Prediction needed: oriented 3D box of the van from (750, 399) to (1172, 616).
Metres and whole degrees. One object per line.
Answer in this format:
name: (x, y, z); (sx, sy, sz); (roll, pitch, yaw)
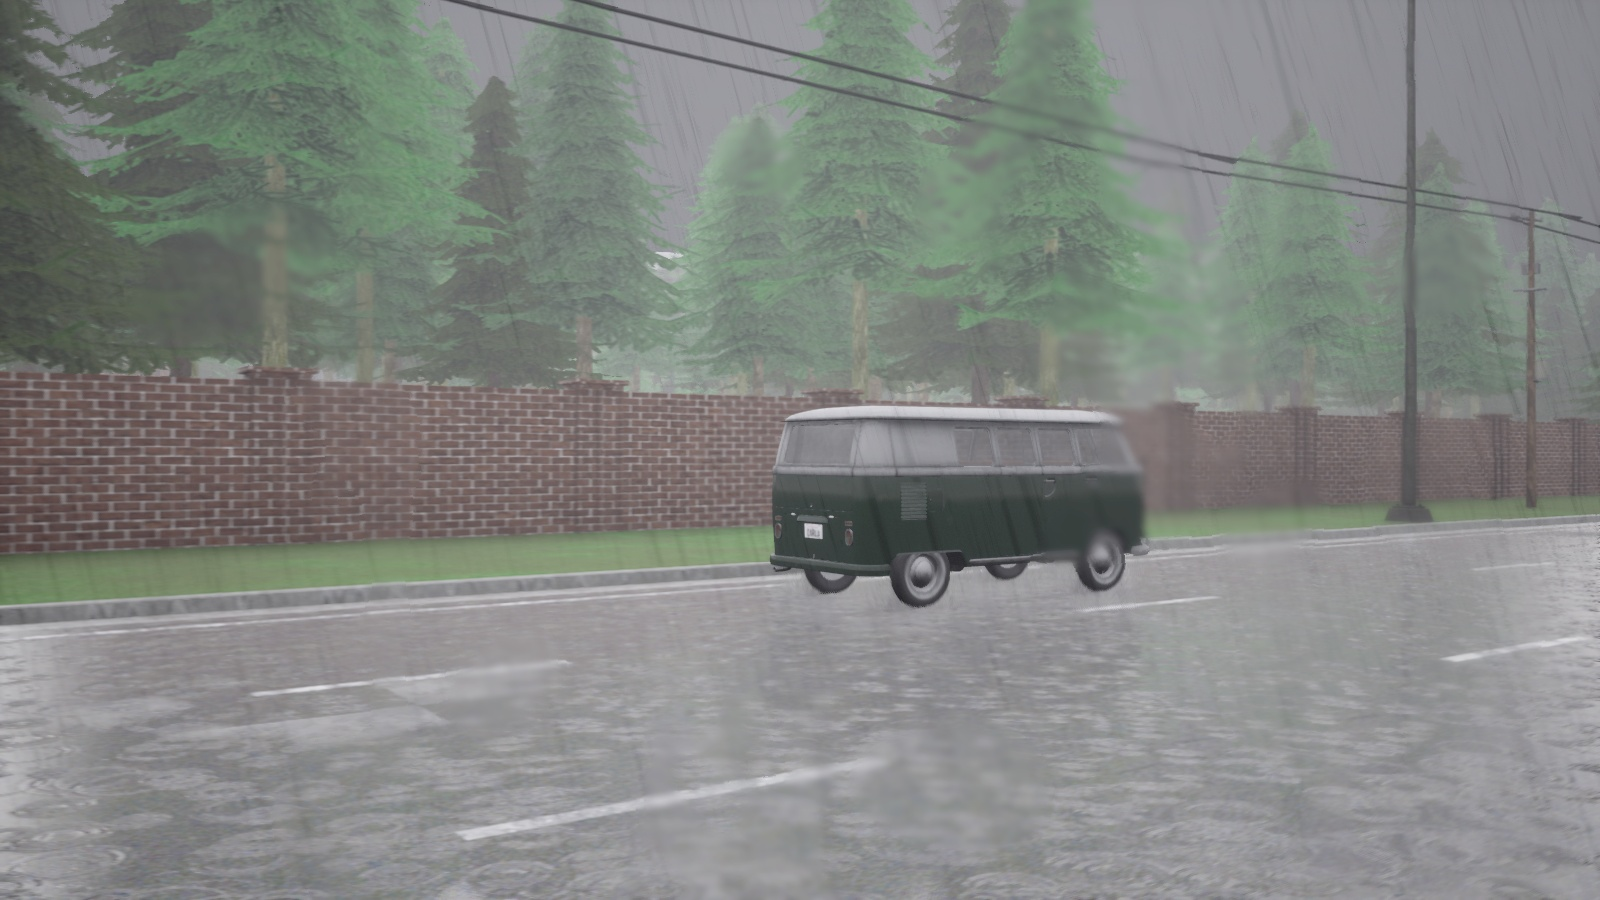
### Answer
van: (1.817, 0.527, 13.453); (4.442, 1.987, 1.775); (0, 0, -35)
